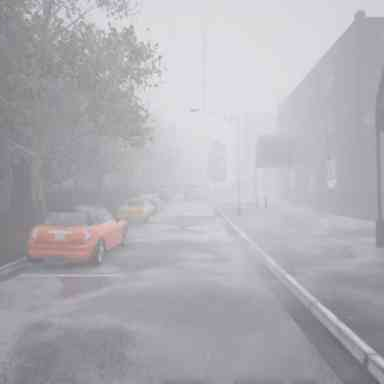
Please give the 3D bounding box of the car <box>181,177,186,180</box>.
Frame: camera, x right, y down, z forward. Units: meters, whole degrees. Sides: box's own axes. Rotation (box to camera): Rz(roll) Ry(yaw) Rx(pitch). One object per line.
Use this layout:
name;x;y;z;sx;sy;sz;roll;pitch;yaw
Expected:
car;-3.644;-2.962;95.026;2.435;2.045;5.566;0;3;2

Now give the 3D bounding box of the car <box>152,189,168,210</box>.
car;-3.631;0.858;28.227;2.231;1.521;4.892;1;3;2

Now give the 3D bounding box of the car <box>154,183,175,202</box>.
car;-3.651;0.183;39.344;2.185;1.767;4.553;0;3;2

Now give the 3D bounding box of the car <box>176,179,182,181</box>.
car;-3.645;-1.460;72.792;2.163;1.488;4.792;0;3;2

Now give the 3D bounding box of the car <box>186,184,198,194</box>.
car;0.006;-0.492;54.838;1.837;1.490;4.892;0;3;0

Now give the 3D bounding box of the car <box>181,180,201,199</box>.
car;0.004;-0.218;44.386;2.150;2.045;5.566;0;3;0

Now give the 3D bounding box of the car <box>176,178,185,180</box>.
car;-3.644;-2.403;89.444;2.097;1.535;5.008;0;3;2

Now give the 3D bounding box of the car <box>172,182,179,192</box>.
car;-3.648;-0.284;50.503;2.231;1.521;4.892;0;3;2

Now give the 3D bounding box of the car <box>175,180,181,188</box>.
car;-3.640;-0.897;61.820;1.946;1.575;5.366;0;3;2

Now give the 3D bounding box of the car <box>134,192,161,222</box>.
car;-3.628;1.061;22.491;1.946;1.575;5.366;1;2;2

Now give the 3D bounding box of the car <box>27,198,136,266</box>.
car;-3.627;1.239;11.471;2.185;1.767;4.553;2;1;2
